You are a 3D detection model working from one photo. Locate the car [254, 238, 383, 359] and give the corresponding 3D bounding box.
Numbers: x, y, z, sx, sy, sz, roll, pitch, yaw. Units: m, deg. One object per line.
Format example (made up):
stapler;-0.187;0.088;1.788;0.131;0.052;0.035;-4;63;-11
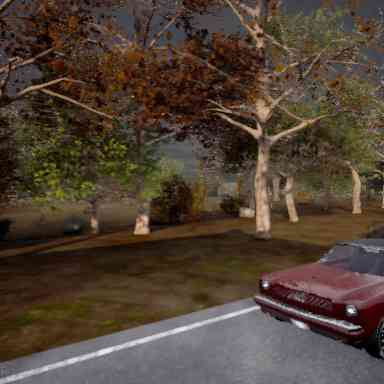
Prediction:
car;3.355;1.602;6.082;4.718;1.301;1.895;0;0;-36
